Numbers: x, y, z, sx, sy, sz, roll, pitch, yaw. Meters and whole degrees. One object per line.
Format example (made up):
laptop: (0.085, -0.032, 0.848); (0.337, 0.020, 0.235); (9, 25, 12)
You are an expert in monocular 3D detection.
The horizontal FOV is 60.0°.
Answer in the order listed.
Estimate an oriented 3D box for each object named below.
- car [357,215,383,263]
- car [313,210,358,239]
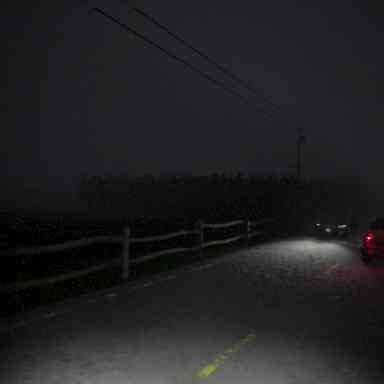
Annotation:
car: (7.794, 1.652, 12.475); (2.097, 1.767, 4.553); (2, 0, 34)
car: (8.684, 1.847, 19.897); (2.128, 1.511, 4.902); (2, 0, 34)
